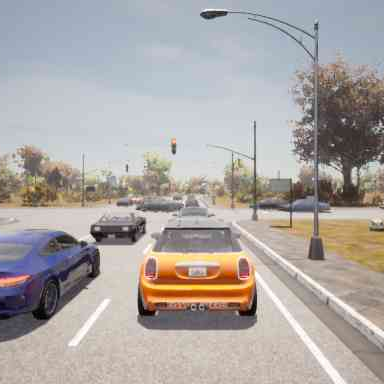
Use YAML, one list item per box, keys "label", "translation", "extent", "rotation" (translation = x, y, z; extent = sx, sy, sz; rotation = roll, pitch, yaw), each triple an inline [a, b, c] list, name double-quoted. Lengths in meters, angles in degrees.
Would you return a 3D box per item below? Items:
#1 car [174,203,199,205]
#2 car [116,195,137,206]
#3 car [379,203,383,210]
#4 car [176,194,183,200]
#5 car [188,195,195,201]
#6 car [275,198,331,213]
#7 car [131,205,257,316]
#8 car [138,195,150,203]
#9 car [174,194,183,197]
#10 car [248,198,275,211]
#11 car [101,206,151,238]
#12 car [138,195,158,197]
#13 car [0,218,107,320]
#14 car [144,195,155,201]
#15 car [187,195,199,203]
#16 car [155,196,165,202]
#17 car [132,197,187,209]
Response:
- label: "car"
  translation: [0.085, 1.505, 16.636]
  extent: [1.837, 1.490, 4.892]
  rotation: [0, 0, 0]
- label: "car"
  translation: [-10.645, 1.547, 53.183]
  extent: [2.033, 1.411, 5.357]
  rotation: [0, 0, 1]
- label: "car"
  translation: [24.723, 1.589, 39.111]
  extent: [4.718, 1.301, 1.895]
  rotation: [0, 0, 3]
- label: "car"
  translation: [-3.539, 1.374, 95.056]
  extent: [1.812, 1.442, 4.674]
  rotation: [0, 0, 1]
- label: "car"
  translation: [-0.068, 1.497, 87.149]
  extent: [1.837, 1.490, 4.892]
  rotation: [0, 0, 0]
- label: "car"
  translation: [12.198, 1.547, 36.255]
  extent: [5.357, 1.411, 2.033]
  rotation: [0, 0, 3]
- label: "car"
  translation: [0.093, 1.352, 7.678]
  extent: [2.097, 1.767, 4.553]
  rotation: [0, 0, 0]
- label: "car"
  translation: [-10.564, 1.478, 72.882]
  extent: [1.882, 1.535, 5.008]
  rotation: [0, 0, 0]
- label: "car"
  translation: [-3.570, 1.492, 84.647]
  extent: [1.837, 1.490, 4.892]
  rotation: [0, 0, 0]
- label: "car"
  translation: [9.250, 1.491, 39.940]
  extent: [4.902, 1.511, 2.128]
  rotation: [0, 0, 3]
- label: "car"
  translation: [-3.415, 1.601, 16.369]
  extent: [1.895, 1.301, 4.718]
  rotation: [0, 0, 0]
- label: "car"
  translation: [-7.127, 1.505, 54.379]
  extent: [1.837, 1.490, 4.892]
  rotation: [0, 0, 1]
- label: "car"
  translation: [-3.406, 1.526, 7.211]
  extent: [1.812, 1.442, 4.674]
  rotation: [0, 0, 0]
- label: "car"
  translation: [-10.571, 1.525, 83.219]
  extent: [2.128, 1.511, 4.902]
  rotation: [0, 0, 0]
- label: "car"
  translation: [0.049, 1.564, 51.627]
  extent: [1.994, 1.385, 4.181]
  rotation: [0, 0, 0]
- label: "car"
  translation: [-7.065, 1.595, 73.974]
  extent: [1.895, 1.301, 4.718]
  rotation: [0, 0, 0]
- label: "car"
  translation: [-3.545, 1.547, 37.144]
  extent: [5.357, 1.411, 2.033]
  rotation: [0, 0, 3]
